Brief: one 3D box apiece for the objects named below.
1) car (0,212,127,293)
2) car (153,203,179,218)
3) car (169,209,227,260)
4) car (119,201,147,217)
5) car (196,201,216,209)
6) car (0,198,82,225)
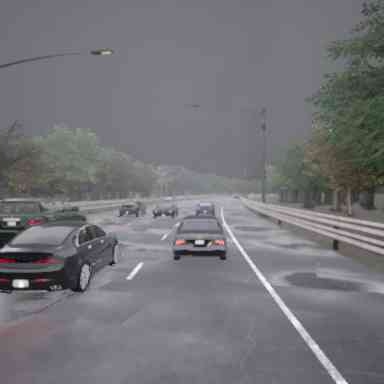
[{"bbox_3d":[-3.284,1.533,8.901,1.837,1.490,4.892,0,0,1],"label":"car"},{"bbox_3d":[-2.303,1.712,30.792,1.895,1.301,4.718,0,0,4],"label":"car"},{"bbox_3d":[0.314,1.591,12.653,2.033,1.411,5.357,0,0,2],"label":"car"},{"bbox_3d":[-5.685,1.619,32.494,1.837,1.490,4.892,0,0,4],"label":"car"},{"bbox_3d":[1.391,1.649,33.342,1.812,1.442,4.674,0,0,4],"label":"car"},{"bbox_3d":[-6.603,1.271,15.057,2.150,2.045,5.566,0,0,2],"label":"car"}]
